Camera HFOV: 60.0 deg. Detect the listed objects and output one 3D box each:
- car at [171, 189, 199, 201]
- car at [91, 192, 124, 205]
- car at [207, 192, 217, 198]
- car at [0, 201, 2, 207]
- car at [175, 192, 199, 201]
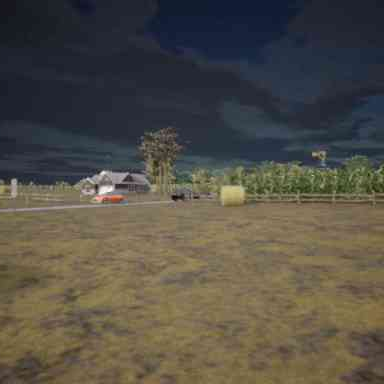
[{"bbox_3d":[-1.138,0.481,55.289,2.150,2.045,5.566,-1,0,37],"label":"car"},{"bbox_3d":[-11.547,0.811,45.719,2.097,1.767,4.553,-1,0,36],"label":"car"},{"bbox_3d":[4.835,0.690,63.696,2.033,1.411,5.357,-1,0,36],"label":"car"},{"bbox_3d":[-21.125,1.157,32.351,1.812,1.442,4.674,-1,0,36],"label":"car"},{"bbox_3d":[-0.796,0.823,60.557,1.837,1.490,4.892,-1,0,36],"label":"car"}]
